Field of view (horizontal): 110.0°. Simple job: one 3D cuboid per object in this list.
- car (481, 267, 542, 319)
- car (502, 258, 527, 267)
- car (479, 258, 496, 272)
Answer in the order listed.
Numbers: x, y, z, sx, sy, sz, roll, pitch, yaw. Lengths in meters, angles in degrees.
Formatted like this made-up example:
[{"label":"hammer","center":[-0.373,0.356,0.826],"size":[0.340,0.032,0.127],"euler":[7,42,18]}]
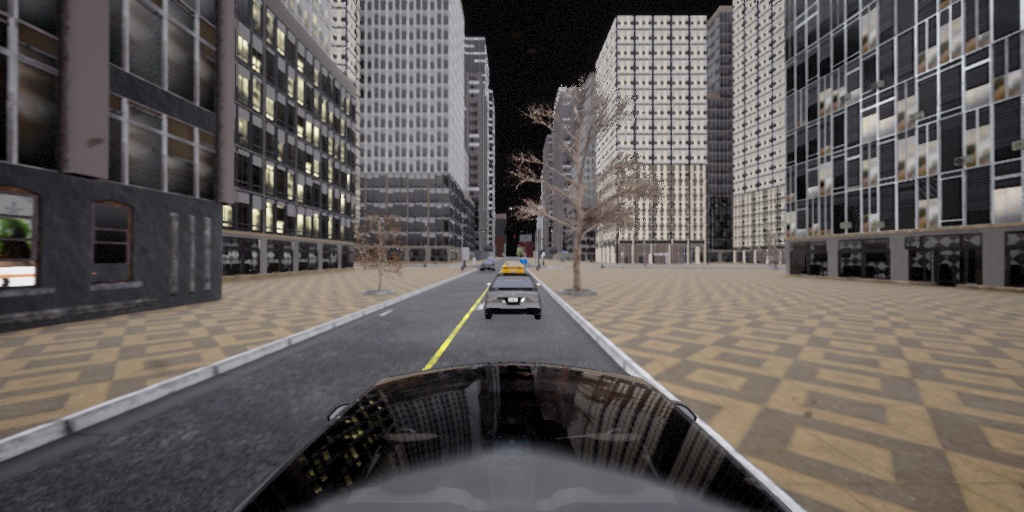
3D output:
[{"label":"car","center":[0.050,1.300,12.787],"size":[2.033,1.411,5.357],"euler":[0,0,1]},{"label":"car","center":[0.092,1.234,32.661],"size":[1.882,1.535,5.008],"euler":[0,0,0]},{"label":"car","center":[-3.021,1.305,45.590],"size":[2.033,1.411,5.357],"euler":[0,0,1]}]
